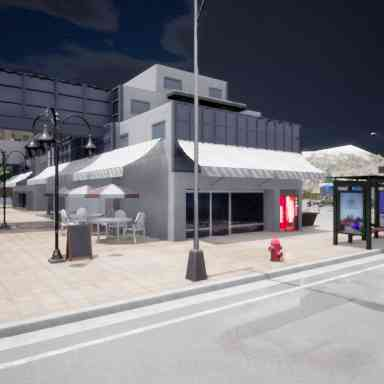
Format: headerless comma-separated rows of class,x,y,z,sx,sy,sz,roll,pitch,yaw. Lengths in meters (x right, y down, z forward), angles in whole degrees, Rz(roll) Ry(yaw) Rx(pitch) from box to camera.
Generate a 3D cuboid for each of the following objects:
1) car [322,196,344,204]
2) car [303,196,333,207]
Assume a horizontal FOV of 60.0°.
car,28.398,1.489,66.886,4.514,1.523,2.007,0,0,-36
car,19.116,1.345,48.773,5.027,1.636,2.152,0,0,-36
